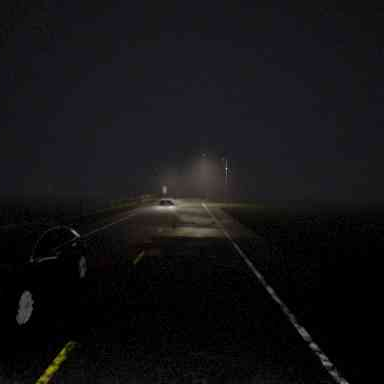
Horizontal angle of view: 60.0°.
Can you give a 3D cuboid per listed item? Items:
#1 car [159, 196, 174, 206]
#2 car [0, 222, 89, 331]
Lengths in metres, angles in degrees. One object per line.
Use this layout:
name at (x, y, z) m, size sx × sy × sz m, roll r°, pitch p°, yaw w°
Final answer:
car at (-3.591, 1.280, 48.086) m, size 1.895 × 1.301 × 4.718 m, roll 0°, pitch 0°, yaw 0°
car at (-3.600, 1.458, 6.842) m, size 1.837 × 1.490 × 4.892 m, roll 0°, pitch 0°, yaw 0°
